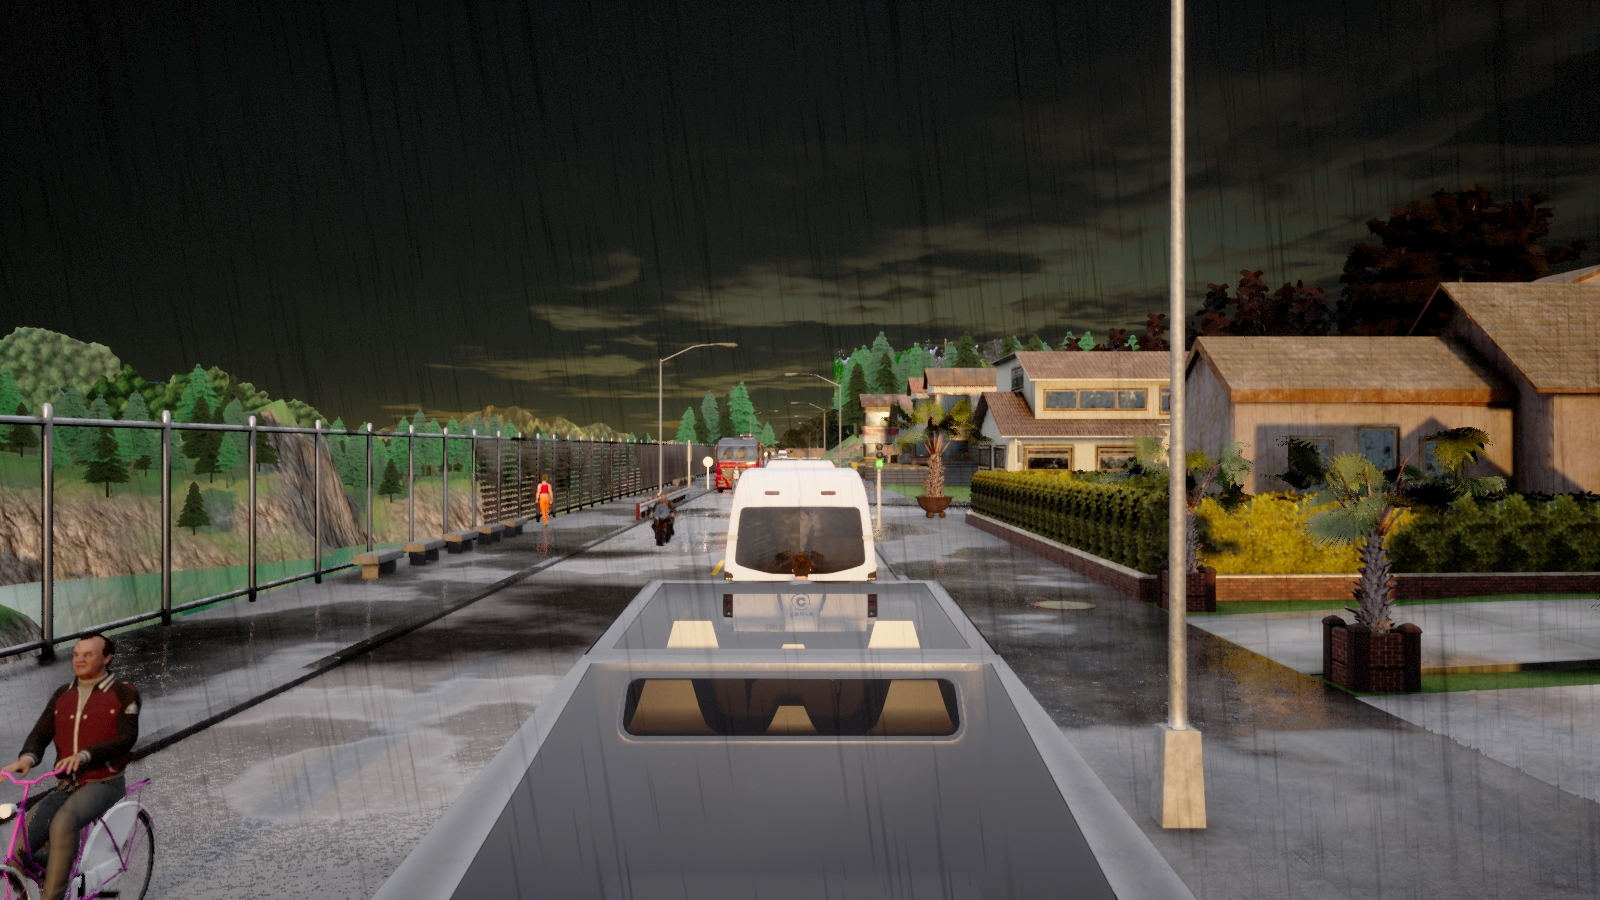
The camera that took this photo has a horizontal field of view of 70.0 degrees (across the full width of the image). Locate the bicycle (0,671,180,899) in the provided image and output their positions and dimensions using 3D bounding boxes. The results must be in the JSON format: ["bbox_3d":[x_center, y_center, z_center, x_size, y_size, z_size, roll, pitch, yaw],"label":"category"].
[{"bbox_3d":[-3.984,2.054,6.085,0.329,1.471,1.835,0,-2,0],"label":"bicycle"}]

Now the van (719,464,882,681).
[{"bbox_3d":[0.009,1.528,16.844,1.988,2.561,5.915,0,0,0],"label":"van"}]

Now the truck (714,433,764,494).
[{"bbox_3d":[-3.968,0.861,76.479,2.891,3.827,8.468,0,0,0],"label":"truck"}]

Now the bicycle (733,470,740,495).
[{"bbox_3d":[-3.969,2.028,71.192,0.373,1.496,1.643,0,0,0],"label":"bicycle"}]

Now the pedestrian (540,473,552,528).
[{"bbox_3d":[-8.767,1.729,39.404,0.375,1.860,0.375,0,0,-18],"label":"pedestrian"}]

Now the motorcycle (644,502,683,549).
[{"bbox_3d":[-3.988,2.191,33.484,0.867,1.251,2.209,0,0,0],"label":"motorcycle"}]

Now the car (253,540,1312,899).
[{"bbox_3d":[-0.034,1.751,5.716,2.390,2.098,6.274,0,0,0],"label":"car"}]
